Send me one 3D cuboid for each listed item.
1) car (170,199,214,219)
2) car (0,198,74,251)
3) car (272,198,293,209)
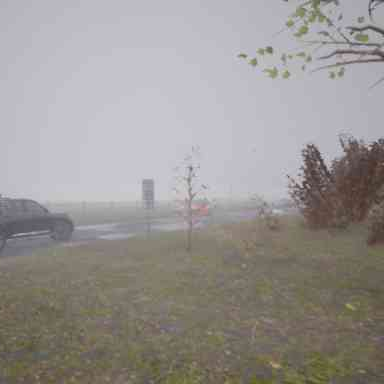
[{"bbox_3d":[0.028,1.430,29.864,2.097,1.767,4.553,0,0,35],"label":"car"},{"bbox_3d":[-7.629,1.261,14.165,2.150,2.045,5.566,-1,-1,24],"label":"car"},{"bbox_3d":[13.119,1.635,48.126,2.128,1.511,4.902,0,0,36],"label":"car"}]
